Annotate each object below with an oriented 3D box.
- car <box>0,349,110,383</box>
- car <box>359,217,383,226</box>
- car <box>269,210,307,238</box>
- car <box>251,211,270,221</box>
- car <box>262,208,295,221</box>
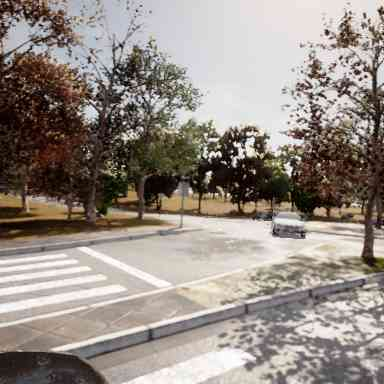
[{"bbox_3d":[-2.218,1.558,1.430,4.181,1.385,1.994,0,0,-35],"label":"car"},{"bbox_3d":[27.519,4.472,50.115,4.181,1.385,1.994,3,-3,17],"label":"car"},{"bbox_3d":[6.073,2.001,20.992,1.812,1.442,4.674,4,-2,12],"label":"car"},{"bbox_3d":[9.825,3.242,44.872,1.994,1.385,4.181,1,-3,45],"label":"car"},{"bbox_3d":[13.465,3.510,51.487,4.553,1.767,2.097,4,-2,-24],"label":"car"}]
